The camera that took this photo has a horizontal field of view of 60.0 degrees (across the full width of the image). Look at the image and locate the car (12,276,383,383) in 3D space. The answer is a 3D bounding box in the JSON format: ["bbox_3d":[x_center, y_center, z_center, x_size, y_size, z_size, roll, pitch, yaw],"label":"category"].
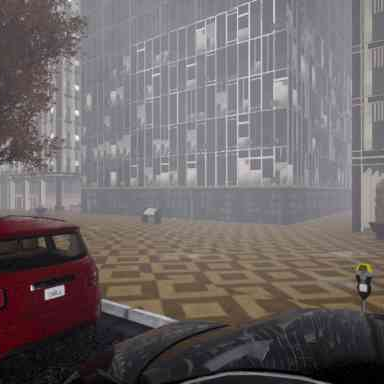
[{"bbox_3d":[0.865,1.566,2.260,4.313,1.339,1.947,0,0,36],"label":"car"}]

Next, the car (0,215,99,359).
[{"bbox_3d":[-3.627,1.315,5.473,5.009,1.841,2.192,0,0,36],"label":"car"}]
